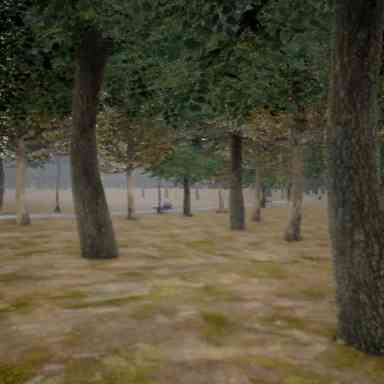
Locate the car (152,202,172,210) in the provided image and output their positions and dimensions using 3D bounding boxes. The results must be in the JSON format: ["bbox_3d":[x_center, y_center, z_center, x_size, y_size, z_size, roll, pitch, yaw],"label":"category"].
[{"bbox_3d":[-5.754,2.676,64.911,2.097,1.767,4.553,-1,-2,31],"label":"car"}]
